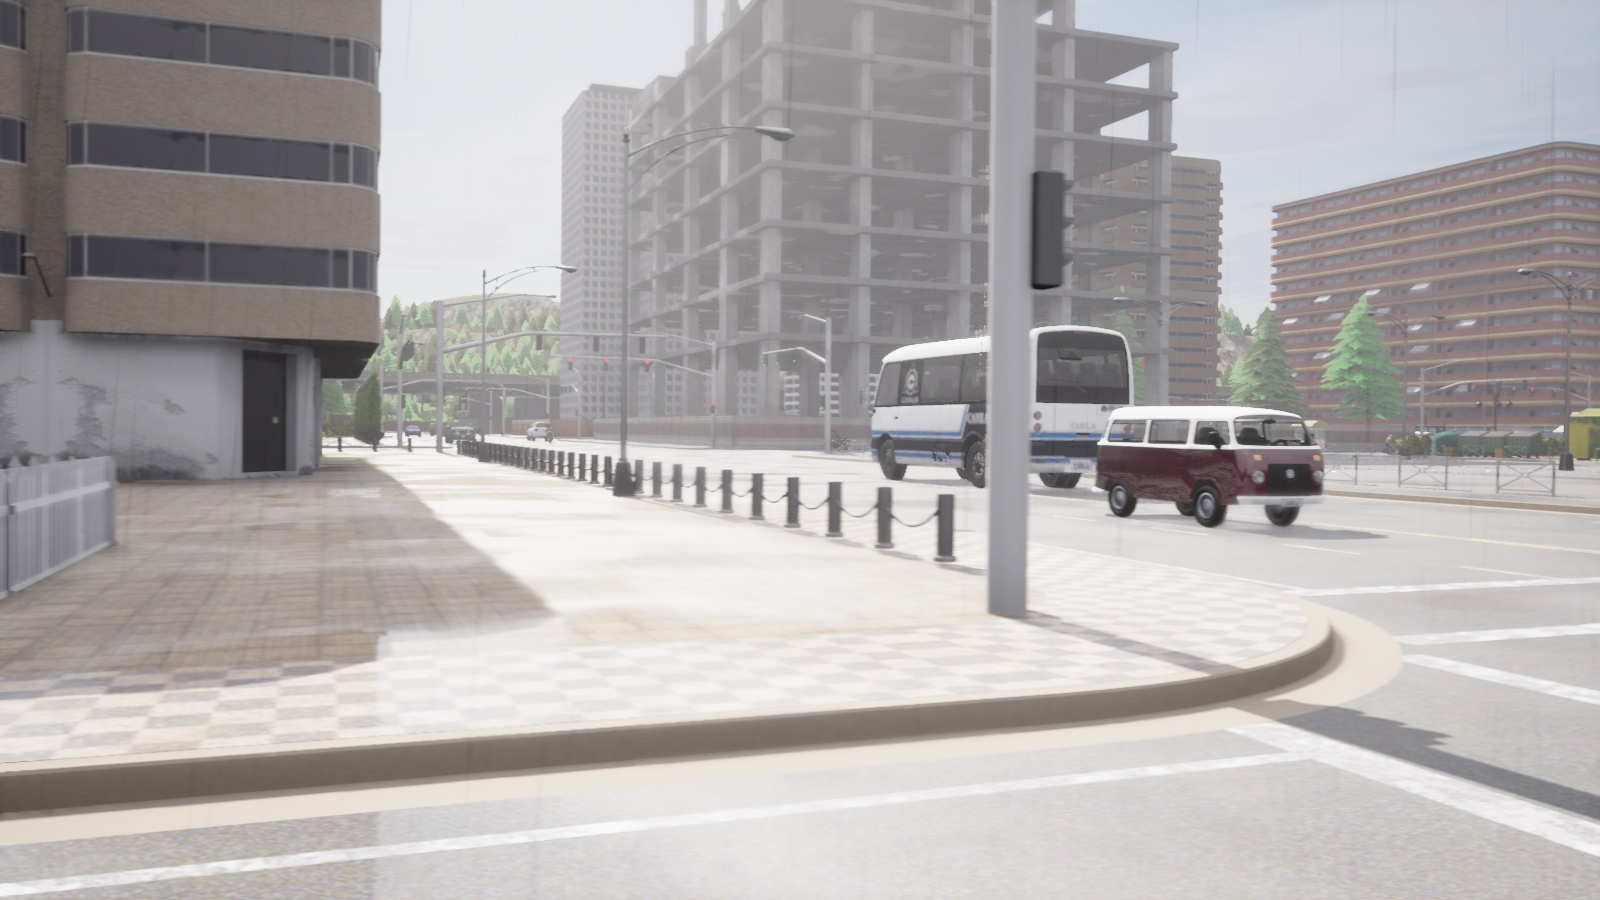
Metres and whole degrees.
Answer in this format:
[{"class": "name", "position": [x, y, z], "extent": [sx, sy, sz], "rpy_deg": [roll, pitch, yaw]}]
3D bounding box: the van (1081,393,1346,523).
[{"class": "van", "position": [7.089, 0.086, 22.092], "extent": [2.069, 2.038, 4.480], "rpy_deg": [-1, 1, -21]}]

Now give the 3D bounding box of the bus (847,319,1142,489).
[{"class": "bus", "position": [5.232, -1.233, 36.814], "extent": [3.944, 4.253, 10.273], "rpy_deg": [-1, 1, -21]}]
